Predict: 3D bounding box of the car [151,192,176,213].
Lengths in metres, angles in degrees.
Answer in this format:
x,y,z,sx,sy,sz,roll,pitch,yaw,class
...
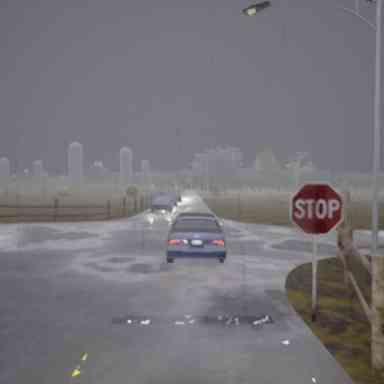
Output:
x,y,z,sx,sy,sz,roll,pitch,yaw,class
-2.790,1.093,31.791,1.882,1.535,5.008,0,1,-1,car

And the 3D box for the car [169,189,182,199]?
x,y,z,sx,sy,sz,roll,pitch,yaw,class
-2.805,0.563,52.902,2.150,2.045,5.566,0,1,0,car

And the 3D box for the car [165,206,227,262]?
x,y,z,sx,sy,sz,roll,pitch,yaw,class
0.129,1.436,11.571,2.033,1.411,5.357,1,0,0,car

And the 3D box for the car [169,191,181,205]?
x,y,z,sx,sy,sz,roll,pitch,yaw,class
-2.821,0.973,42.225,2.128,1.511,4.902,0,1,0,car
